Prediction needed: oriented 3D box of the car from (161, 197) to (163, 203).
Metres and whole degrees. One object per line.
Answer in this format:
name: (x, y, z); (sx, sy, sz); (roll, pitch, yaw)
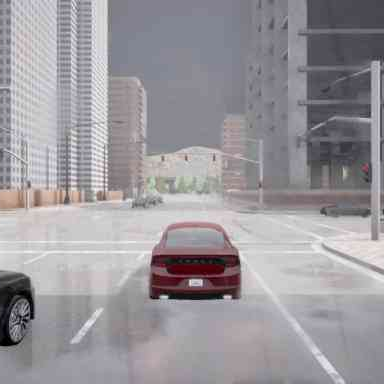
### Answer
car: (-6.886, 1.547, 67.061); (2.033, 1.411, 5.357); (0, 0, 1)

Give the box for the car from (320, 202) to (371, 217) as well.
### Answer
car: (13.922, 1.564, 30.275); (4.181, 1.385, 1.994); (0, 0, 0)

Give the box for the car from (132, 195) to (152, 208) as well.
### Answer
car: (-7.248, 1.505, 46.959); (1.837, 1.490, 4.892); (0, 0, 1)

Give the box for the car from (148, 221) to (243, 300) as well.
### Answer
car: (0.064, 1.478, 8.447); (1.882, 1.535, 5.008); (0, 0, 0)

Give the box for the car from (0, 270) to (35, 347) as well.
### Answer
car: (-3.449, 1.492, 3.442); (2.128, 1.511, 4.902); (0, 0, 0)

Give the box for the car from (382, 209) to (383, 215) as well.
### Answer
car: (18.473, 1.221, 26.747); (5.566, 2.045, 2.150); (0, 0, 0)

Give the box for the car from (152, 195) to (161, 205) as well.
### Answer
car: (-7.094, 1.352, 56.792); (2.097, 1.767, 4.553); (0, 0, 1)
